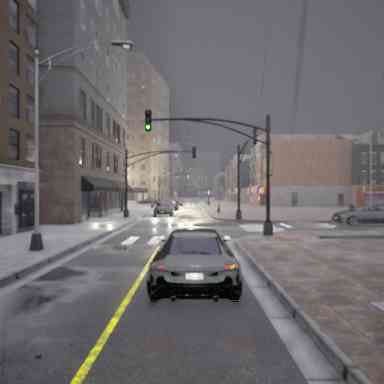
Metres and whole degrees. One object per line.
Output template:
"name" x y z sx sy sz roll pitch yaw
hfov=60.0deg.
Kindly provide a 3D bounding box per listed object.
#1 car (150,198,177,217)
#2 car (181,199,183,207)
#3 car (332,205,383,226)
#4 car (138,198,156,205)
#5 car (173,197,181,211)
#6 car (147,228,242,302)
"car" -2.831 1.672 34.050 1.837 1.490 4.892 0 0 0
"car" -2.732 1.646 58.249 2.097 1.767 4.553 0 0 0
"car" 12.064 1.623 23.249 4.181 1.385 1.994 0 0 0
"car" -8.950 1.918 69.622 4.674 1.442 1.812 0 0 9
"car" -2.814 1.782 43.970 1.994 1.385 4.181 0 0 0
"car" 0.063 1.604 8.416 1.994 1.385 4.181 0 0 0
